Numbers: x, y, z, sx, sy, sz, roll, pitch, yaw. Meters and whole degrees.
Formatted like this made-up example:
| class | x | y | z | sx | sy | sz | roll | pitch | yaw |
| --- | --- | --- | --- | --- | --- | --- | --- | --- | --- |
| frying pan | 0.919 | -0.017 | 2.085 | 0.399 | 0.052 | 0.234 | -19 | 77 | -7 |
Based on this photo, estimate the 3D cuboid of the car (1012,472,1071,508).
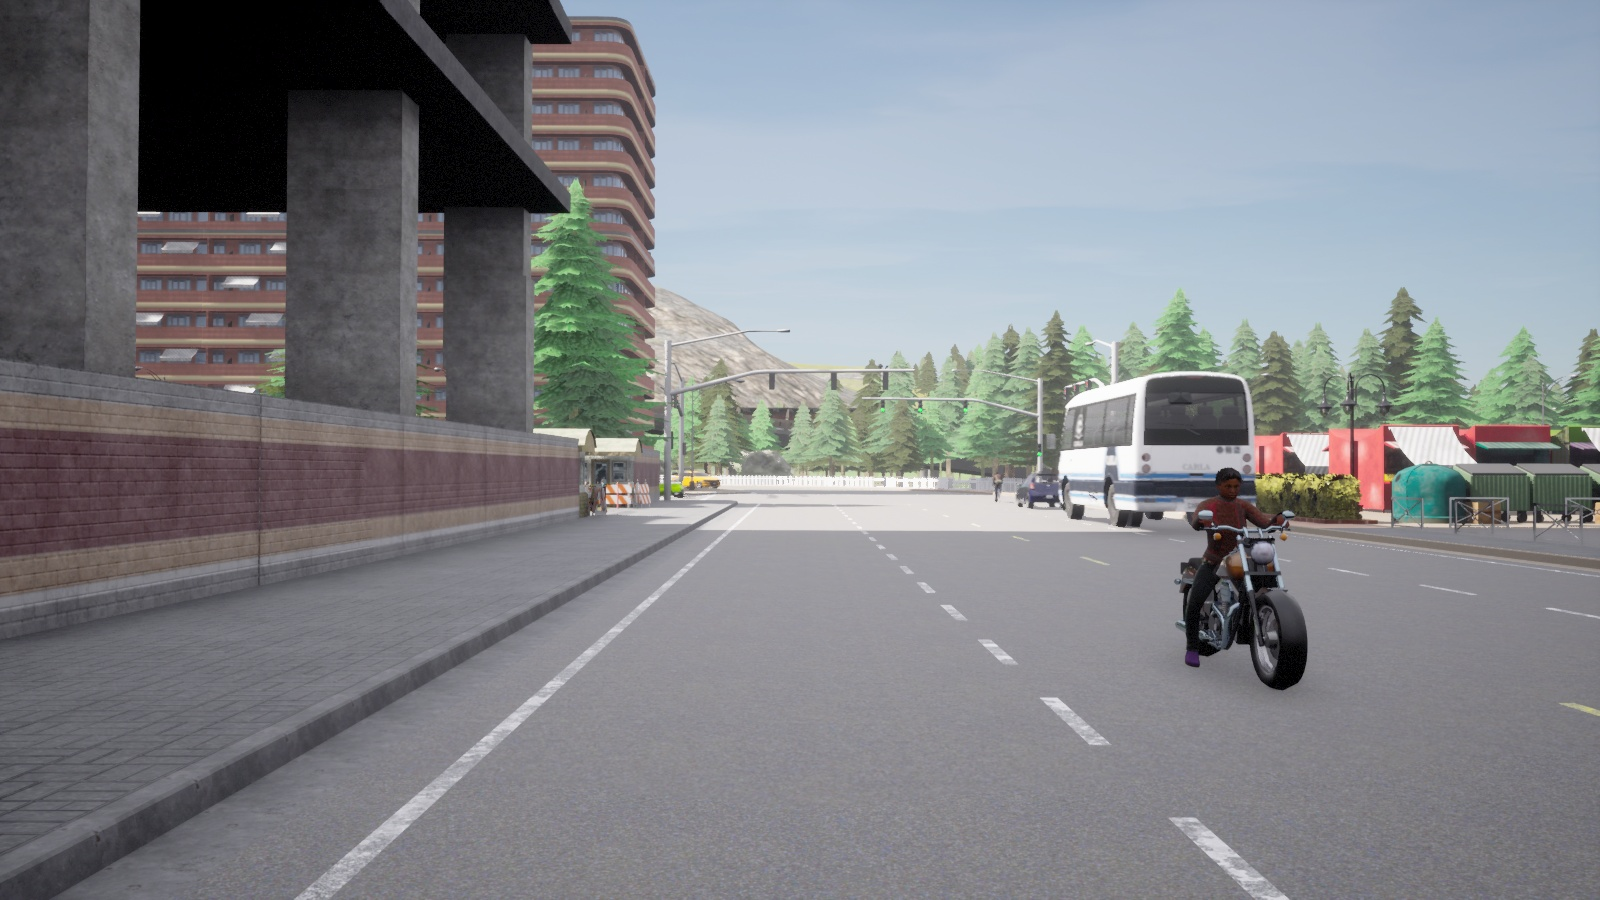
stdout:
| class | x | y | z | sx | sy | sz | roll | pitch | yaw |
| --- | --- | --- | --- | --- | --- | --- | --- | --- | --- |
| car | 10.365 | 1.693 | 54.099 | 1.845 | 1.501 | 3.633 | 0 | -1 | 0 |

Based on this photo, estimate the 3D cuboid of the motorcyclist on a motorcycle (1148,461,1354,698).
| class | x | y | z | sx | sy | sz | roll | pitch | yaw |
| --- | --- | --- | --- | --- | --- | --- | --- | --- | --- |
| motorcyclist on a motorcycle | 3.475 | 0.918 | 9.942 | 0.766 | 1.649 | 2.350 | 0 | -1 | 0 |

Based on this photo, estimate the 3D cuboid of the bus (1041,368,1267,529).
| class | x | y | z | sx | sy | sz | roll | pitch | yaw |
| --- | --- | --- | --- | --- | --- | --- | --- | --- | --- |
| bus | 10.399 | 0.042 | 38.522 | 3.944 | 4.253 | 10.273 | 0 | -1 | 0 |

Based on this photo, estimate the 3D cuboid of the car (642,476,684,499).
| class | x | y | z | sx | sy | sz | roll | pitch | yaw |
| --- | --- | --- | --- | --- | --- | --- | --- | --- | --- |
| car | -8.029 | 2.192 | 73.700 | 2.207 | 1.376 | 1.481 | 0 | -1 | 5 |
